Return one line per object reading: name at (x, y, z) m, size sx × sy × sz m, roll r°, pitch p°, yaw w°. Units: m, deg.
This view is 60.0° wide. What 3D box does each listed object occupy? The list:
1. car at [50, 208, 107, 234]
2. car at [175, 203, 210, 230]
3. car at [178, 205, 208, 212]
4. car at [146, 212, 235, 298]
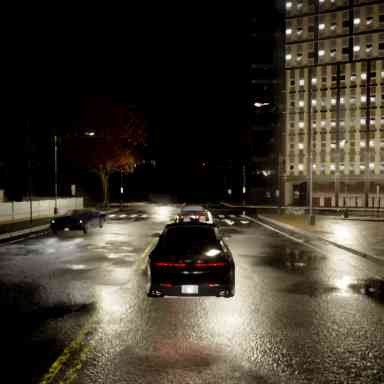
car at (-6.461, 1.610, 19.359) m, size 1.895 × 1.301 × 4.718 m, roll 0°, pitch 0°, yaw 0°
car at (0.045, 1.544, 22.324) m, size 2.033 × 1.411 × 5.357 m, roll 0°, pitch 0°, yaw 0°
car at (0.105, 1.486, 13.300) m, size 2.128 × 1.511 × 4.902 m, roll 0°, pitch 0°, yaw 0°
car at (-0.020, 1.502, 8.477) m, size 1.837 × 1.490 × 4.892 m, roll 0°, pitch 0°, yaw 0°
